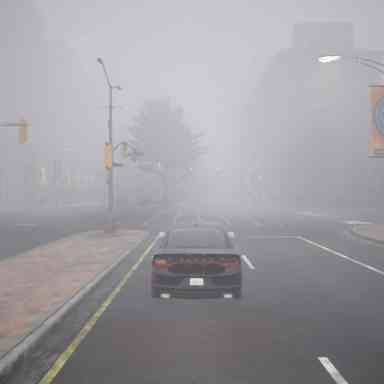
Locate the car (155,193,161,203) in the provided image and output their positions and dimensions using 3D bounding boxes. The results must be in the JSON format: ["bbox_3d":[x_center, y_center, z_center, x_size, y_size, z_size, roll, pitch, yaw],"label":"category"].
[{"bbox_3d":[-7.756,1.525,65.782,1.812,1.442,4.674,0,0,1],"label":"car"}]

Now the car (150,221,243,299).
[{"bbox_3d":[0.114,1.478,8.512,1.882,1.535,5.008,0,0,1],"label":"car"}]

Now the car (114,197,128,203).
[{"bbox_3d":[-14.463,1.594,67.895,1.895,1.301,4.718,0,0,0],"label":"car"}]

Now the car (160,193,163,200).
[{"bbox_3d":[-7.676,1.224,76.533,2.150,2.045,5.566,0,0,0],"label":"car"}]

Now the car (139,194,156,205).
[{"bbox_3d":[-7.843,1.504,56.523,1.837,1.490,4.892,0,0,1],"label":"car"}]
